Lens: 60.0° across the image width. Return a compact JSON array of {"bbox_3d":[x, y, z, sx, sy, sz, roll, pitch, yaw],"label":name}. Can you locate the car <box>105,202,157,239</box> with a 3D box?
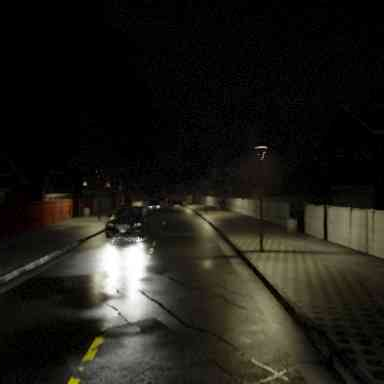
[{"bbox_3d":[-3.253,1.508,17.590,2.128,1.511,4.902,0,0,-2],"label":"car"}]

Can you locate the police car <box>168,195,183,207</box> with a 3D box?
[{"bbox_3d":[-2.575,1.556,55.667,1.930,1.638,5.238,0,0,-7],"label":"police car"}]

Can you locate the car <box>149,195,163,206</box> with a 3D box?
[{"bbox_3d":[-6.690,1.710,59.422,2.033,1.411,5.357,0,0,-7],"label":"car"}]

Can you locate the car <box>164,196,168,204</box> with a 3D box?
[{"bbox_3d":[-3.864,1.667,65.520,1.882,1.535,5.008,0,0,-8],"label":"car"}]

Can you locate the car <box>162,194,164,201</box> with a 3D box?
[{"bbox_3d":[-4.742,1.581,71.456,2.097,1.767,4.553,0,0,-9],"label":"car"}]
